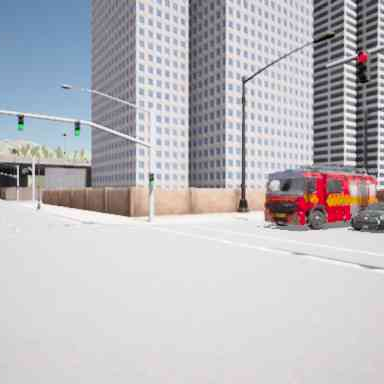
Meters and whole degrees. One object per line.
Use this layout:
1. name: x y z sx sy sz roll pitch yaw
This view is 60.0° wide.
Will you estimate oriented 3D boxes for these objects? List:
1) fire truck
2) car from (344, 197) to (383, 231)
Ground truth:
1. fire truck: 8.597 0.329 21.750 8.468 3.827 2.891 0 0 -35
2. car: 11.374 1.346 19.545 4.553 1.767 2.097 0 0 -35
